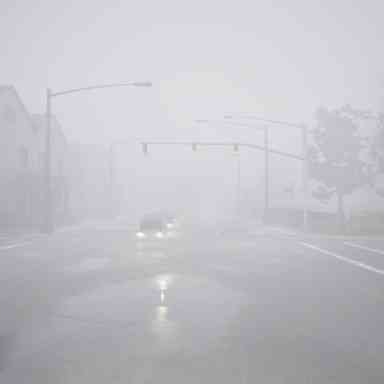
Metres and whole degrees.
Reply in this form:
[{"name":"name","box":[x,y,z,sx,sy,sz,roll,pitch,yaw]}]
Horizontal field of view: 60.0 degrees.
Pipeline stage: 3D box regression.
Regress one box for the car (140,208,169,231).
[{"name":"car","box":[-3.378,2.504,29.402,1.882,1.535,5.008,0,-2,1]}]

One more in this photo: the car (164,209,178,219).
[{"name":"car","box":[-3.209,3.302,50.612,1.812,1.442,4.674,0,-2,0]}]

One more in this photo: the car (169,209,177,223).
[{"name":"car","box":[-3.301,2.730,39.356,2.097,1.767,4.553,0,-2,0]}]
